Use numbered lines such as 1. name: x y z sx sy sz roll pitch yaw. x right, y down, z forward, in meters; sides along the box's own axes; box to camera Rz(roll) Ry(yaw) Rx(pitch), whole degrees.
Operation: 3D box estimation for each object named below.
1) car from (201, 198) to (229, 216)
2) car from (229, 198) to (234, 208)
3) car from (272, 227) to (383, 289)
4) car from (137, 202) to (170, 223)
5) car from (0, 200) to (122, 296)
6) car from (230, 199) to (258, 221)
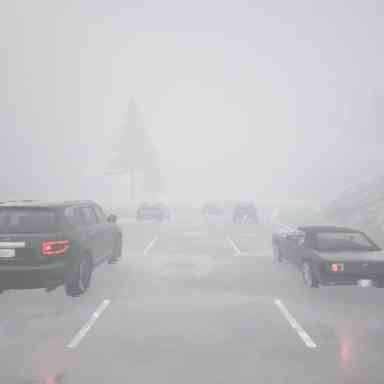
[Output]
1. car: 2.090 1.526 32.564 1.812 1.442 4.674 0 0 15
2. car: 4.981 1.526 43.088 1.812 1.442 4.674 0 0 16
3. car: 3.602 1.601 9.151 1.895 1.301 4.718 0 0 0
4. car: -2.888 1.492 25.697 2.128 1.511 4.902 0 0 5
5. car: -3.399 1.221 8.798 2.150 2.045 5.566 0 0 0
6. car: 4.284 1.505 26.928 1.837 1.490 4.892 -1 0 8
